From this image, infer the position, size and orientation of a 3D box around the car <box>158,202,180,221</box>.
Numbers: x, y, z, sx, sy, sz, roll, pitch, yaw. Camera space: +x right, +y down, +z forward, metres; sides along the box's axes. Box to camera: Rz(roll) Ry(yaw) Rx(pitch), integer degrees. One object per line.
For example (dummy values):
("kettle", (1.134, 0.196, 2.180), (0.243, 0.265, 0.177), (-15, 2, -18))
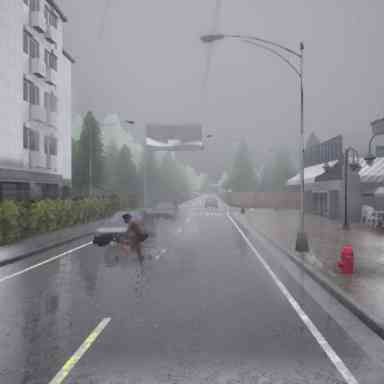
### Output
("car", (-2.075, 1.547, 27.175), (2.033, 1.411, 5.357), (0, 0, 4))

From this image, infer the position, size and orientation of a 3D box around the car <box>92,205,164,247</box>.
("car", (-2.806, 1.547, 15.204), (2.033, 1.411, 5.357), (0, 0, 3))

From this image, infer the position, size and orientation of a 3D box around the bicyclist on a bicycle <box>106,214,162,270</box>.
("bicyclist on a bicycle", (-1.705, 1.453, 9.614), (1.656, 1.620, 0.582), (-2, 0, 3))

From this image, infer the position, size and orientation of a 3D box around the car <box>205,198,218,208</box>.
("car", (2.913, 1.617, 50.024), (2.033, 1.411, 5.357), (0, 2, 3))
